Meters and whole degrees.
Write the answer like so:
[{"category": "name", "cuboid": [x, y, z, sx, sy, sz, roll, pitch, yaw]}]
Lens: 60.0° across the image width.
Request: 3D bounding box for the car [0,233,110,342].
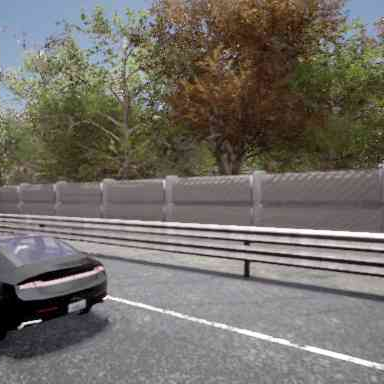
[{"category": "car", "cuboid": [-3.744, 1.574, 6.539, 4.902, 1.511, 2.128, -1, -1, 35]}]
